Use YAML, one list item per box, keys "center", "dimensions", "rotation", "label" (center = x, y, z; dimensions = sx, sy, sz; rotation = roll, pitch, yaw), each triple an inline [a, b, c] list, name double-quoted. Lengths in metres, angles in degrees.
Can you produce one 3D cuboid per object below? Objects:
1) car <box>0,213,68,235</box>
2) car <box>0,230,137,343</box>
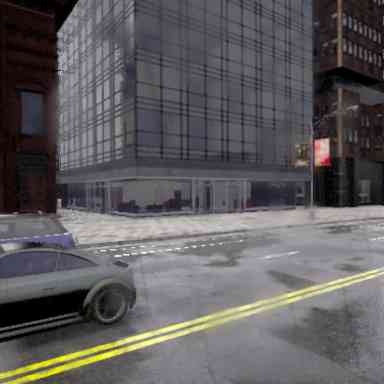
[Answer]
- center: [-5.099, 1.351, 8.031]
  dimensions: [4.553, 1.767, 2.097]
  rotation: [0, 0, -35]
  label: "car"
- center: [-3.044, 1.563, 5.506]
  dimensions: [4.181, 1.385, 1.994]
  rotation: [0, 0, -35]
  label: "car"
